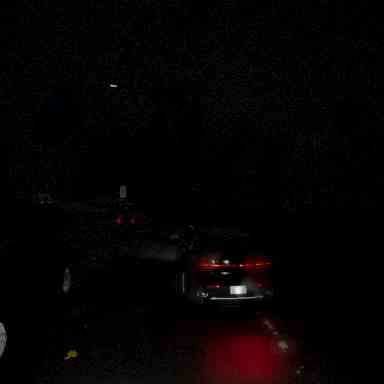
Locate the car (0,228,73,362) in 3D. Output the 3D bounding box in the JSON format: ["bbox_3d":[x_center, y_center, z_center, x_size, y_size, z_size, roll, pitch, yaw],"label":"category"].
[{"bbox_3d":[-3.515,1.472,5.675,1.882,1.535,5.008,0,0,-5],"label":"car"}]

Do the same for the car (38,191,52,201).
[{"bbox_3d":[-30.908,0.901,69.635,2.150,2.045,5.566,1,-1,-31],"label":"car"}]

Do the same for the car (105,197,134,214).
[{"bbox_3d":[-7.478,1.385,34.819,1.882,1.535,5.008,1,0,-24],"label":"car"}]

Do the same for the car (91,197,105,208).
[{"bbox_3d":[-11.755,1.383,43.860,2.033,1.411,5.357,1,0,-31],"label":"car"}]

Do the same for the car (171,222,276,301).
[{"bbox_3d":[0.578,1.507,8.378,1.837,1.490,4.892,0,0,-6],"label":"car"}]
